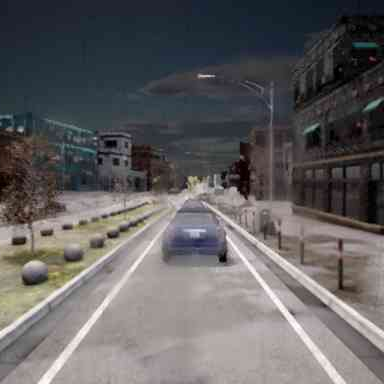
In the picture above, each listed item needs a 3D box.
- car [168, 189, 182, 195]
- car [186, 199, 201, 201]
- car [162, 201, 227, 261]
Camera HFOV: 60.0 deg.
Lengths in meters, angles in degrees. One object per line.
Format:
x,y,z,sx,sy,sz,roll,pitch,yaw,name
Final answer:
-3.811,-0.057,73.905,2.033,1.411,5.357,1,1,14,car
0.101,1.392,28.952,2.097,1.767,4.553,0,0,0,car
0.097,1.369,12.528,2.097,1.767,4.553,0,0,0,car
